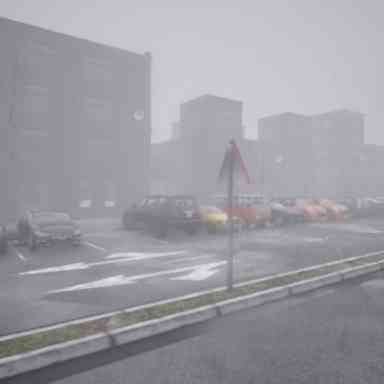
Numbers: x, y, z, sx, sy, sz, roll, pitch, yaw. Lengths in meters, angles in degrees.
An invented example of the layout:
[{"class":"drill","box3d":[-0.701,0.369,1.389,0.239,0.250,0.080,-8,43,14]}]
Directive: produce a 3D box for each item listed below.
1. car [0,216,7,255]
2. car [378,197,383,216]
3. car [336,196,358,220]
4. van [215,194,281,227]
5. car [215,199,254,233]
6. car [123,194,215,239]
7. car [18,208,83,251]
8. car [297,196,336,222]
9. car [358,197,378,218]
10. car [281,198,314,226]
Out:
[{"class":"car","box3d":[-8.379,1.341,12.530,2.185,1.767,4.553,0,0,-35]},{"class":"car","box3d":[14.136,1.262,28.453,2.231,1.521,4.892,0,0,-35]},{"class":"car","box3d":[9.609,1.171,25.303,2.185,1.767,4.553,0,0,-35]},{"class":"van","box3d":[2.936,1.133,20.412,1.878,1.987,4.442,-1,0,-35]},{"class":"car","box3d":[0.724,1.378,18.767,1.946,1.575,5.366,-1,0,-35]},{"class":"car","box3d":[-1.653,1.152,17.350,2.435,2.045,5.566,-1,0,-35]},{"class":"car","box3d":[-6.143,1.449,14.154,2.231,1.521,4.892,0,0,-35]},{"class":"car","box3d":[7.357,1.191,23.713,2.185,1.767,4.553,-1,0,-35]},{"class":"car","box3d":[11.898,1.152,26.842,2.185,1.767,4.553,0,0,-35]},{"class":"car","box3d":[5.120,1.337,22.103,2.097,1.535,5.008,-1,0,-35]}]
